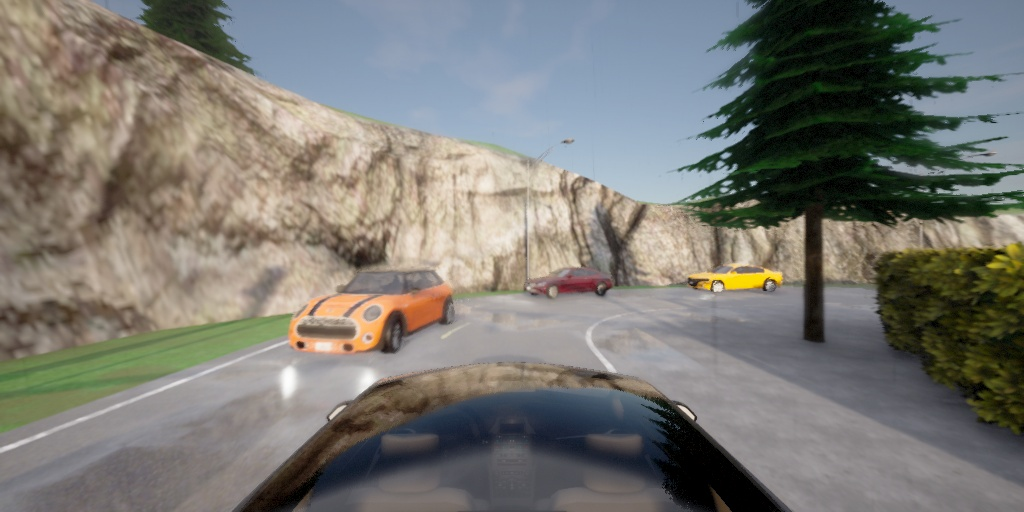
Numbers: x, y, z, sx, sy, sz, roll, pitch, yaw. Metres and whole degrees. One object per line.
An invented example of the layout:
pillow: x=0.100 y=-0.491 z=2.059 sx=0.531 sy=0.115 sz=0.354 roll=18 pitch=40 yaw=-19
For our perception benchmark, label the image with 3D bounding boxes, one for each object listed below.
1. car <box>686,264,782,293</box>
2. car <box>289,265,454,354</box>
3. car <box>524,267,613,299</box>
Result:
car: x=12.322 y=1.195 z=20.001 sx=5.008 sy=1.535 sz=1.882 roll=0 pitch=0 yaw=-7
car: x=-3.100 y=1.096 z=8.911 sx=2.097 sy=1.767 sz=4.553 roll=0 pitch=0 yaw=11
car: x=2.869 y=1.254 z=17.809 sx=4.674 sy=1.442 sz=1.812 roll=0 pitch=0 yaw=-26
